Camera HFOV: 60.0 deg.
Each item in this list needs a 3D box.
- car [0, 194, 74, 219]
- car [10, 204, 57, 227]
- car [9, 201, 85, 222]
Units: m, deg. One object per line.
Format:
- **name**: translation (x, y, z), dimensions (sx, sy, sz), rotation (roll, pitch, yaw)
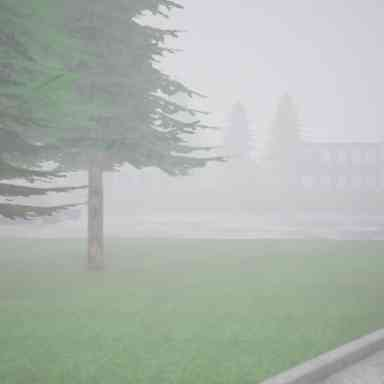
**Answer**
- **car**: translation (-13.472, 1.186, 28.926), dimensions (5.566, 2.045, 2.150), rotation (0, 0, 3)
- **car**: translation (-11.117, 1.454, 21.800), dimensions (5.008, 1.535, 1.882), rotation (0, 0, 3)
- **car**: translation (-10.949, 1.446, 25.296), dimensions (5.008, 1.535, 1.882), rotation (0, 0, 3)
